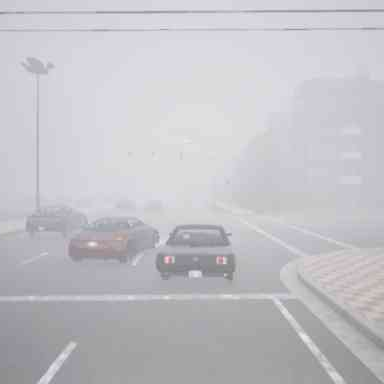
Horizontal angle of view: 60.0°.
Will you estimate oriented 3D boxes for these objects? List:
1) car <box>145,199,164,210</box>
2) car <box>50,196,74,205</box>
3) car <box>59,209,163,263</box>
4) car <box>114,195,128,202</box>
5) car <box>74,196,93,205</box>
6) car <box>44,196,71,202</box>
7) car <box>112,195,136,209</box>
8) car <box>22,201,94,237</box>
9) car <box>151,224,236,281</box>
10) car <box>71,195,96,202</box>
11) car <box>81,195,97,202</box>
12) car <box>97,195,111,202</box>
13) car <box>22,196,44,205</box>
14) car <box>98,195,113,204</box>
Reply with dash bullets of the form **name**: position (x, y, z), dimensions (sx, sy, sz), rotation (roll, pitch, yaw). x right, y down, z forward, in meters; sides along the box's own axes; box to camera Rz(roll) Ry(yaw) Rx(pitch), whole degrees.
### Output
- **car**: position (-4.474, 1.542, 39.806), dimensions (1.994, 1.385, 4.181), rotation (0, 0, -2)
- **car**: position (-23.326, 1.515, 59.907), dimensions (2.033, 1.411, 5.357), rotation (0, 0, 1)
- **car**: position (-2.643, 1.558, 12.124), dimensions (1.994, 1.385, 4.181), rotation (0, 0, 11)
- **car**: position (-16.303, 1.459, 76.834), dimensions (2.033, 1.411, 5.357), rotation (0, 0, 0)
- **car**: position (-19.835, 1.529, 60.975), dimensions (1.994, 1.385, 4.181), rotation (0, 0, 1)
- **car**: position (-19.823, 1.465, 50.075), dimensions (2.128, 1.511, 4.902), rotation (0, 0, 0)
- **car**: position (-8.000, 1.456, 40.704), dimensions (1.882, 1.535, 5.008), rotation (0, 0, -2)
- **car**: position (-7.149, 1.482, 18.020), dimensions (2.128, 1.511, 4.902), rotation (0, 0, -2)
- **car**: position (0.256, 1.596, 9.875), dimensions (1.895, 1.301, 4.718), rotation (0, 0, 4)
- **car**: position (-16.324, 1.478, 50.696), dimensions (1.837, 1.490, 4.892), rotation (0, 0, 0)
- **car**: position (-23.304, 1.432, 75.434), dimensions (1.882, 1.535, 5.008), rotation (0, 0, 0)
- **car**: position (-19.804, 1.456, 75.282), dimensions (1.837, 1.490, 4.892), rotation (0, 0, 0)
- **car**: position (-23.314, 1.326, 49.366), dimensions (2.097, 1.767, 4.553), rotation (0, 0, 0)
- **car**: position (-16.306, 1.513, 64.361), dimensions (2.033, 1.411, 5.357), rotation (0, 0, 0)
